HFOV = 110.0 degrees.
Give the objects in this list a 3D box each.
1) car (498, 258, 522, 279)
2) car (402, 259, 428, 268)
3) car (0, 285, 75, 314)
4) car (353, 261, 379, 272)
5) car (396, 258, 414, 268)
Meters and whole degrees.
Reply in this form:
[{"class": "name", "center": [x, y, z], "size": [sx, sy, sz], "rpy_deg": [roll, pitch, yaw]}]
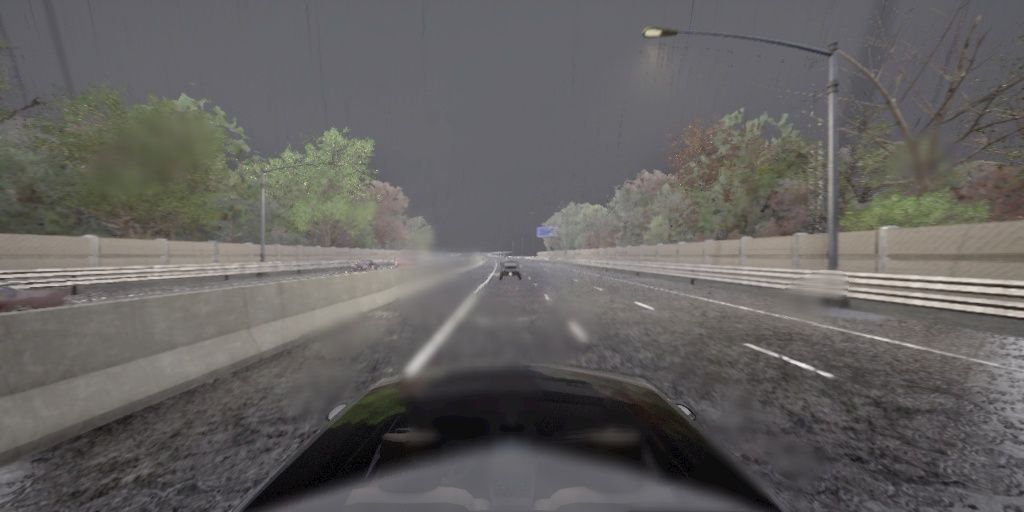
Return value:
[{"class": "car", "center": [-0.154, 1.193, 31.667], "size": [1.837, 1.490, 4.892], "rpy_deg": [0, 1, -1]}, {"class": "car", "center": [-10.999, 1.284, 41.965], "size": [1.895, 1.301, 4.718], "rpy_deg": [0, 0, -1]}, {"class": "car", "center": [-14.110, 1.311, 8.331], "size": [2.033, 1.411, 5.357], "rpy_deg": [0, 0, 0]}, {"class": "car", "center": [-18.042, 1.255, 44.433], "size": [1.994, 1.385, 4.181], "rpy_deg": [0, 0, -1]}, {"class": "car", "center": [-14.685, 1.023, 50.180], "size": [2.097, 1.767, 4.553], "rpy_deg": [0, 0, -1]}]
